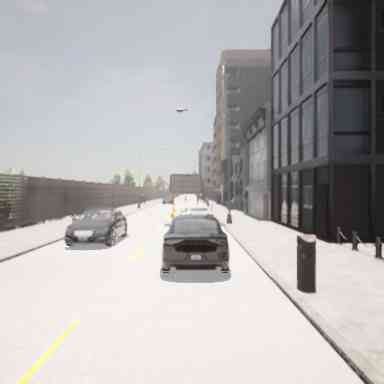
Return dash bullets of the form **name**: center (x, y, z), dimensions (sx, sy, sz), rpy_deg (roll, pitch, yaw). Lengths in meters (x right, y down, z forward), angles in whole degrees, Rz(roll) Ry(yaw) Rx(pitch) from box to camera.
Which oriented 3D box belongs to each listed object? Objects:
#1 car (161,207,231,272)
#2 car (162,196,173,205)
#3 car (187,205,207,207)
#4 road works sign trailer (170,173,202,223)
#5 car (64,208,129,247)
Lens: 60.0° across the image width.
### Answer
- **car**: center (0.094, 1.469, 10.775), dimensions (1.882, 1.535, 5.008), rpy_deg (0, 0, 0)
- **car**: center (-4.107, 1.461, 57.575), dimensions (1.837, 1.490, 4.892), rpy_deg (0, -1, 0)
- **car**: center (0.279, 1.526, 20.727), dimensions (1.812, 1.442, 4.674), rpy_deg (-1, -1, -5)
- **road works sign trailer**: center (-0.491, 0.445, 24.251), dimensions (2.380, 3.560, 2.880), rpy_deg (0, 0, -15)
- **car**: center (-4.108, 1.479, 14.967), dimensions (2.128, 1.511, 4.902), rpy_deg (0, 0, 0)
